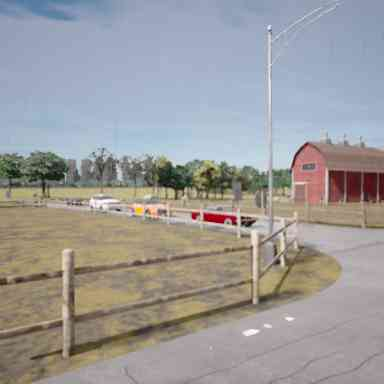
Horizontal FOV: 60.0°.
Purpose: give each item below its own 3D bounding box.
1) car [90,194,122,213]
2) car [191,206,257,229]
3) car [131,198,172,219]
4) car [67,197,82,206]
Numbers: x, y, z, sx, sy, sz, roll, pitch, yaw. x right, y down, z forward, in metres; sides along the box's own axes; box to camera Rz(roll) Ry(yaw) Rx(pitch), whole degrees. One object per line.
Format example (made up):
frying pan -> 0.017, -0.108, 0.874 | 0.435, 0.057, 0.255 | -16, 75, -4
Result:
car -> -10.197, 1.298, 39.094 | 2.150, 2.045, 5.566 | -1, 1, -35
car -> 1.999, 1.581, 21.783 | 1.895, 1.301, 4.718 | -1, 1, -36
car -> -3.655, 1.359, 29.780 | 2.097, 1.767, 4.553 | -1, 1, -35
car -> -21.223, 1.773, 59.892 | 1.837, 1.490, 4.892 | -1, -1, -35
